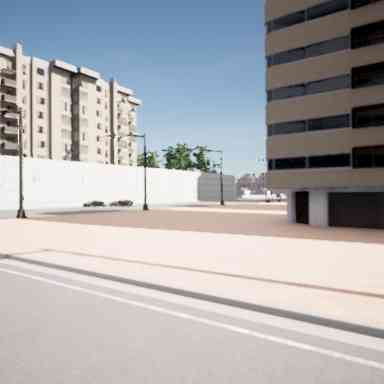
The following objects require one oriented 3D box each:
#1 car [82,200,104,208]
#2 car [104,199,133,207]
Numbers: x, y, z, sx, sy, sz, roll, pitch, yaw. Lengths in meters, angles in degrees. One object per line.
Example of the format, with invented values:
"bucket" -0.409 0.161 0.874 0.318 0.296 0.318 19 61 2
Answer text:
"car" -17.861 2.112 60.581 1.994 1.385 4.181 -1 0 36
"car" -13.085 2.002 61.235 2.128 1.511 4.902 -1 0 36
